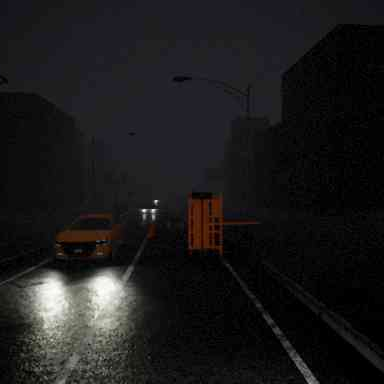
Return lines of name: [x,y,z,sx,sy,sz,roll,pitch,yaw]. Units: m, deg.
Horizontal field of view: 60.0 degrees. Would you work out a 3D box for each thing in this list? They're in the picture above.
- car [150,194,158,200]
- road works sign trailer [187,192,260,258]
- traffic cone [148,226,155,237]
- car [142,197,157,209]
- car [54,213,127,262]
car: [-9.223,1.212,80.657,1.994,1.385,4.181,0,2,-5]
road works sign trailer: [0.820,1.165,13.288,2.880,2.380,3.560,0,-1,-13]
traffic cone: [-2.241,2.183,18.404,0.340,0.580,0.340,-1,-2,-5]
car: [-7.193,2.018,55.521,1.812,1.442,4.674,0,1,-5]
car: [-3.676,1.592,12.760,1.882,1.535,5.008,0,-1,-4]
